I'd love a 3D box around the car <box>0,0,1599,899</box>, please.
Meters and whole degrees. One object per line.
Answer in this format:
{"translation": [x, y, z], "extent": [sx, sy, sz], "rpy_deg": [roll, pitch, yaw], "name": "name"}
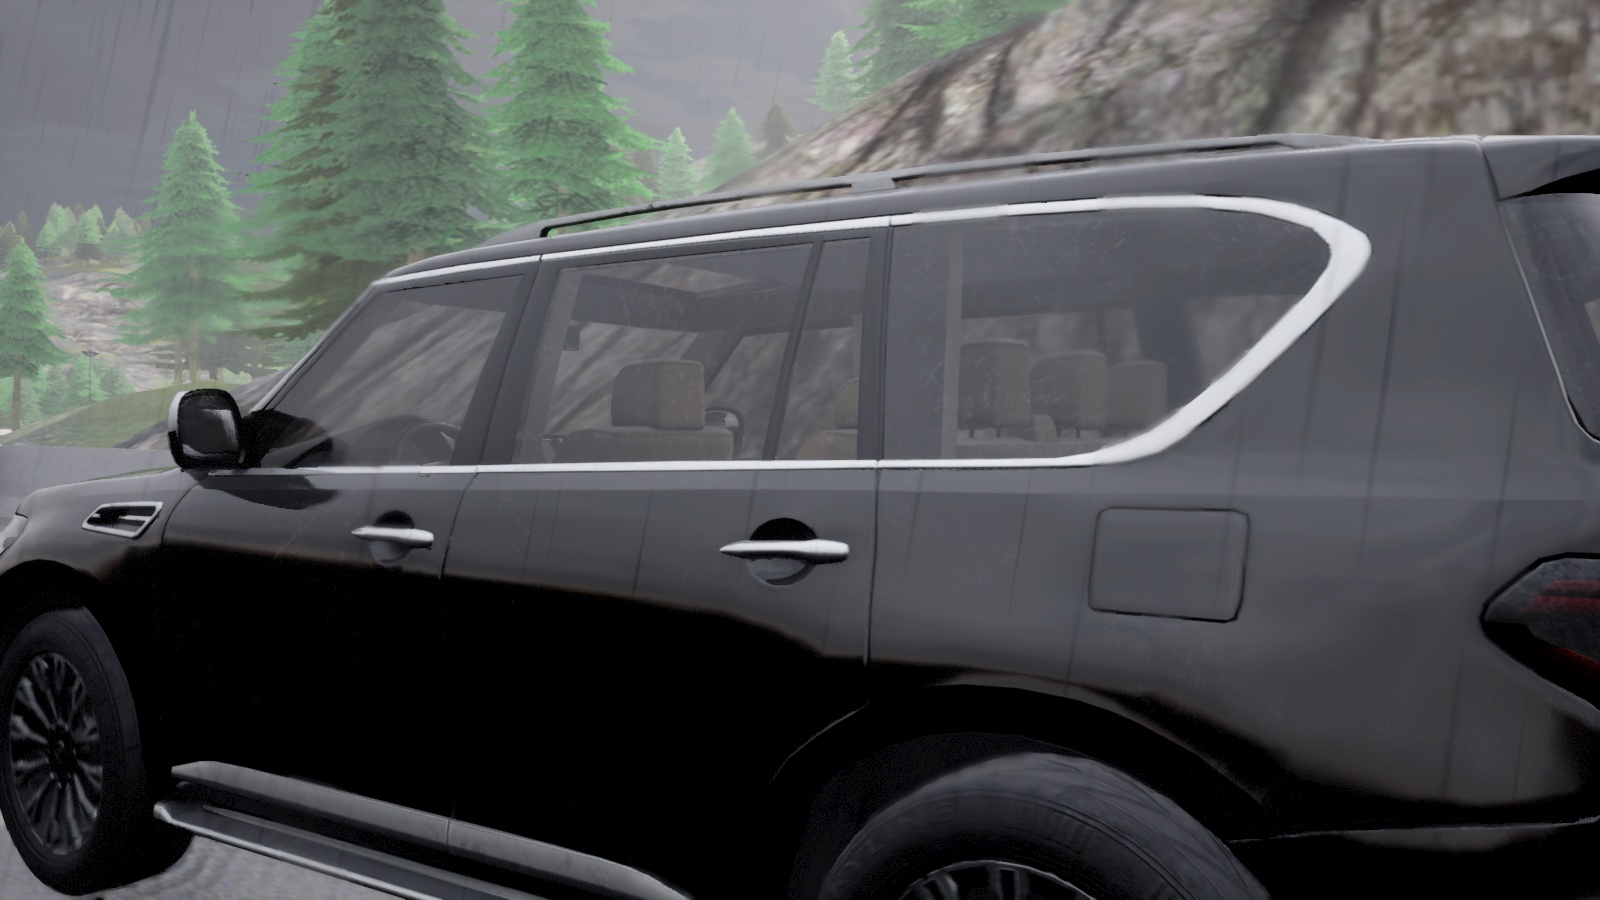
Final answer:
{"translation": [-0.270, 0.408, 3.802], "extent": [5.566, 2.045, 2.150], "rpy_deg": [0, 1, 34], "name": "car"}
